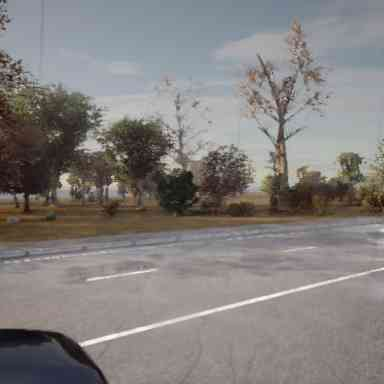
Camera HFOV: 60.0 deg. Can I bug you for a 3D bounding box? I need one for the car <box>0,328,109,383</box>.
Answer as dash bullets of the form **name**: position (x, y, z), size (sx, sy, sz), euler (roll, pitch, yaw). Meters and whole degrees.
- **car**: position (-2.508, 1.556, 1.861), size (4.181, 1.385, 1.994), euler (0, 0, -36)
